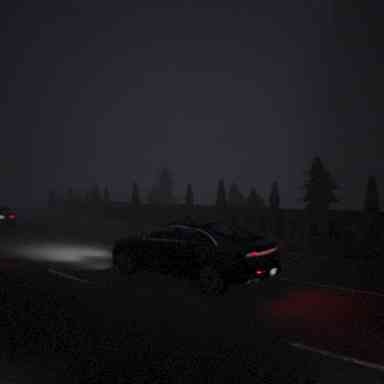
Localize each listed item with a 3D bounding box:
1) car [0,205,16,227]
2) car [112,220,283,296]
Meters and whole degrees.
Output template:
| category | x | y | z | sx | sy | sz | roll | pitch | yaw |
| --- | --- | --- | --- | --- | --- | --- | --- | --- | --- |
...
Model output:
| category | x | y | z | sx | sy | sz | roll | pitch | yaw |
| --- | --- | --- | --- | --- | --- | --- | --- | --- | --- |
| car | -12.962 | 1.543 | 21.796 | 2.033 | 1.411 | 5.357 | 0 | 0 | -38 |
| car | -0.104 | 1.506 | 8.752 | 4.902 | 1.511 | 2.128 | 0 | 0 | 39 |
